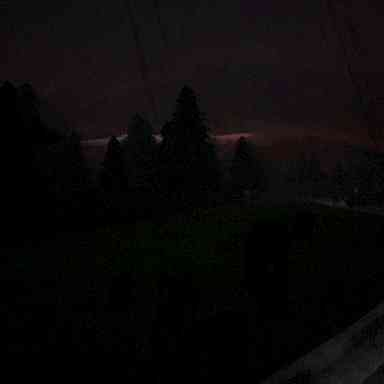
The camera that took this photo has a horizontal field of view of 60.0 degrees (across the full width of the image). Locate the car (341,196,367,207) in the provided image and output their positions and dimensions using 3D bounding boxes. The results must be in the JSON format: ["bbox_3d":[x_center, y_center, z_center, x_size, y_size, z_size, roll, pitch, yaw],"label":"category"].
[{"bbox_3d":[22.628,1.305,45.885,2.128,1.511,4.902,-1,0,13],"label":"car"}]

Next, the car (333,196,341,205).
[{"bbox_3d":[24.956,1.345,55.957,1.812,1.442,4.674,-1,0,13],"label":"car"}]
